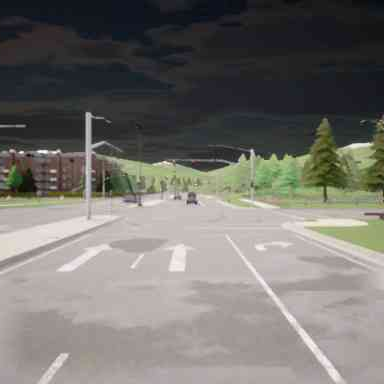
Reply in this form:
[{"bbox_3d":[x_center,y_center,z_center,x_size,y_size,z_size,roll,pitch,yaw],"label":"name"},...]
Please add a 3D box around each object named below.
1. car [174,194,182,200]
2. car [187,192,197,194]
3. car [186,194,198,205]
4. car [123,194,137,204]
[{"bbox_3d":[-3.520,1.228,81.779,2.128,1.511,4.902,0,0,0],"label":"car"},{"bbox_3d":[-0.020,0.928,81.811,2.150,2.045,5.566,0,0,0],"label":"car"},{"bbox_3d":[-0.014,1.508,56.376,1.895,1.301,4.718,0,0,0],"label":"car"},{"bbox_3d":[-11.539,1.250,62.070,2.097,1.767,4.553,0,0,1],"label":"car"}]
